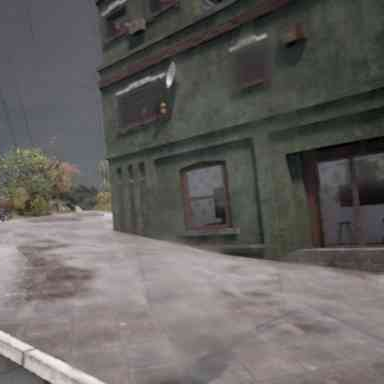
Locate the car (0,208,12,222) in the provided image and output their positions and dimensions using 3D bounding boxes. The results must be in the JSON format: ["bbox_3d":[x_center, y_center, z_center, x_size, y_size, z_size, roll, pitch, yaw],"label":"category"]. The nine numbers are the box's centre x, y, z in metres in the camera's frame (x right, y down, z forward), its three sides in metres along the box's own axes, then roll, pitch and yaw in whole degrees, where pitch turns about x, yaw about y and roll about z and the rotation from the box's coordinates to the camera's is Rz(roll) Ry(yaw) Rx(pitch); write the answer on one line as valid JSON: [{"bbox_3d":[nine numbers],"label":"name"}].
[{"bbox_3d":[-13.133,1.359,20.562,1.812,1.442,4.674,-6,-1,0],"label":"car"}]
